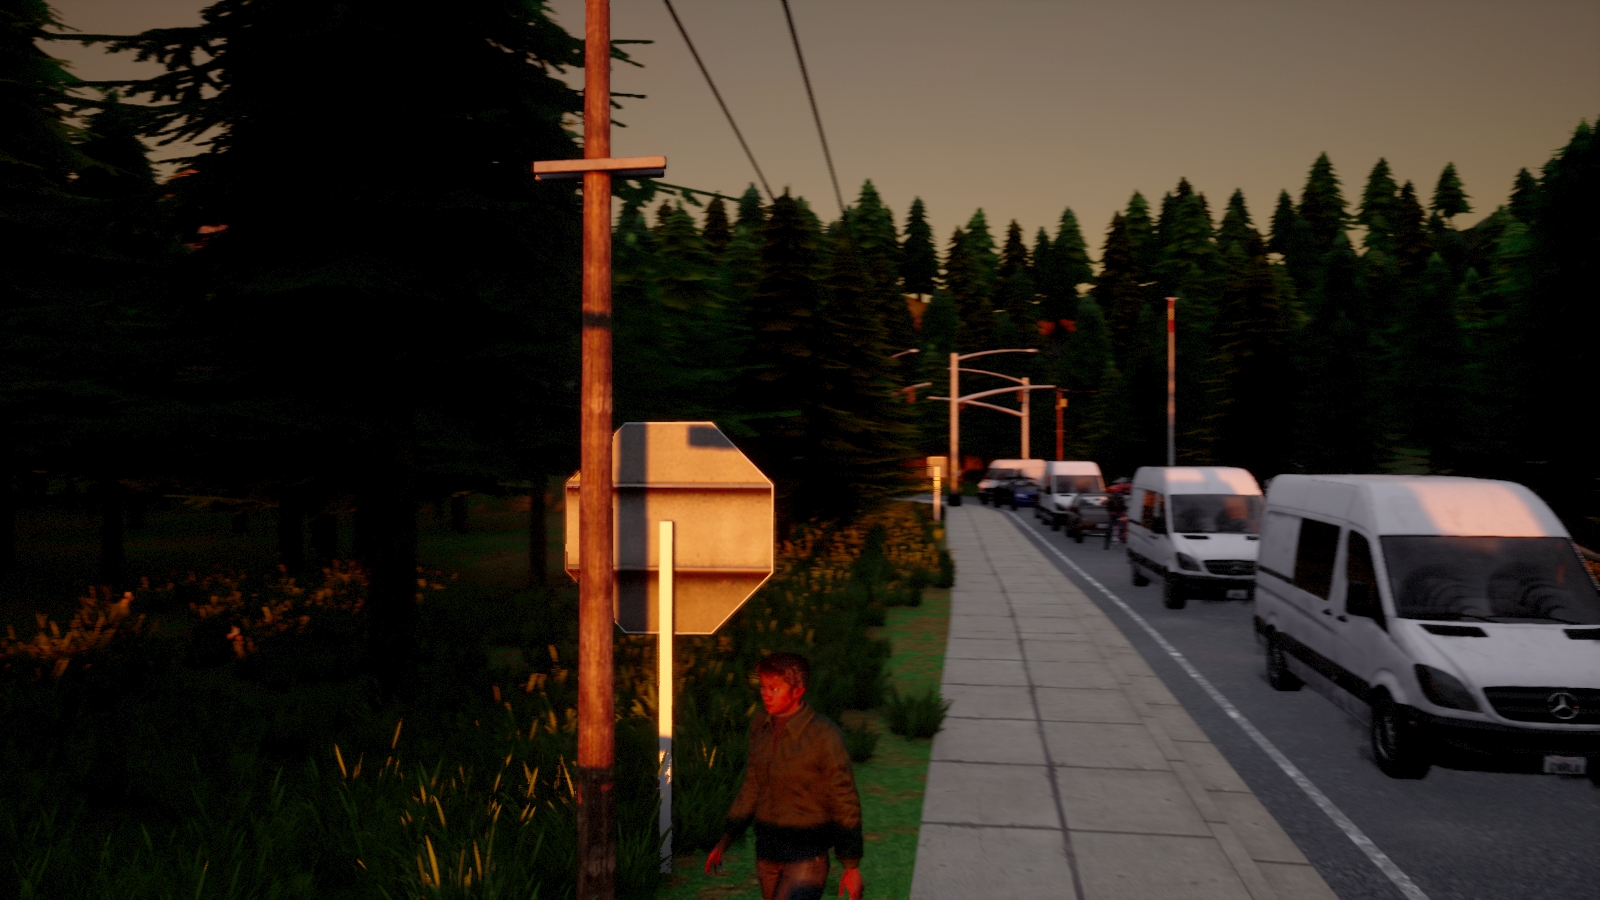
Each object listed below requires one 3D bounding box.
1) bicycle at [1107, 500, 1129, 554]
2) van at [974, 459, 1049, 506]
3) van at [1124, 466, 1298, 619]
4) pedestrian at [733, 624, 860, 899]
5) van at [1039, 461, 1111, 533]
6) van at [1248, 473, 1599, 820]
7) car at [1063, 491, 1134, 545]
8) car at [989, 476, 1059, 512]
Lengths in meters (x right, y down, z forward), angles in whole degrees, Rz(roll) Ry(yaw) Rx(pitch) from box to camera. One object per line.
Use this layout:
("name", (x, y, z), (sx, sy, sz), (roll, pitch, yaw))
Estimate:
("bicycle", (9.163, 2.196, 32.943), (0.329, 1.471, 1.835), (0, -1, 7))
("van", (12.276, 1.828, 66.009), (1.988, 2.561, 5.915), (0, 0, 35))
("van", (7.878, 1.617, 22.528), (1.988, 2.561, 5.915), (0, 0, 7))
("pedestrian", (-0.015, 1.695, 4.746), (0.375, 1.860, 0.375), (0, 0, -40))
("van", (10.482, 1.720, 43.963), (1.988, 2.561, 5.915), (0, 0, 6))
("van", (6.344, 1.564, 11.715), (1.988, 2.561, 5.915), (0, 0, 9))
("car", (9.713, 2.182, 37.441), (1.789, 1.549, 3.705), (0, 0, 7))
("car", (11.505, 2.221, 58.934), (2.242, 1.667, 4.611), (0, 0, -7))
